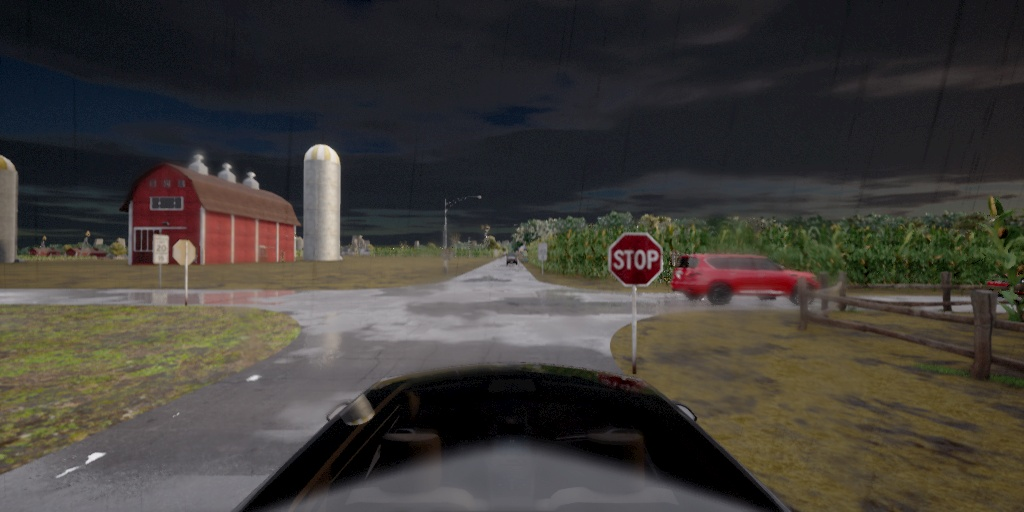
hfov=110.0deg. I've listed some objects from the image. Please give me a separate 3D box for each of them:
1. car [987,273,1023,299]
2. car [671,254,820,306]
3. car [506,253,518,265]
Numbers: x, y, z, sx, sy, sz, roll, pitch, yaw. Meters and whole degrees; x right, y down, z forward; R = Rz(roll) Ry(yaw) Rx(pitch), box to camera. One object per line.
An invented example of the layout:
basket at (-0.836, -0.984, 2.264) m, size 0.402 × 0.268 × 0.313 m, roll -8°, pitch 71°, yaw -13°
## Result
car at (27.271, 1.199, 17.684) m, size 5.566 × 2.045 × 2.150 m, roll 1°, pitch -1°, yaw 0°
car at (9.668, 0.961, 15.052) m, size 5.566 × 2.045 × 2.150 m, roll 0°, pitch -1°, yaw -1°
car at (-0.011, 0.748, 61.646) m, size 1.882 × 1.535 × 5.008 m, roll 0°, pitch 1°, yaw 0°
